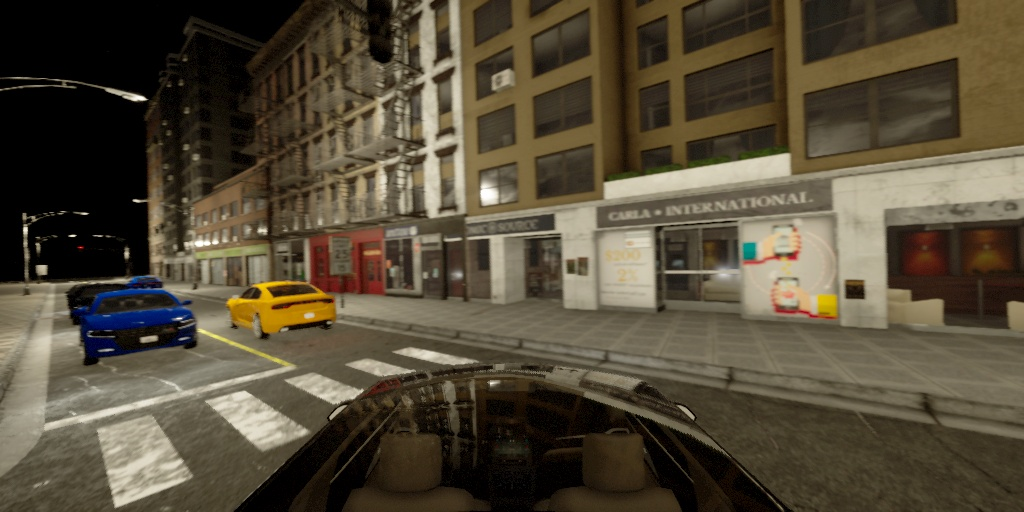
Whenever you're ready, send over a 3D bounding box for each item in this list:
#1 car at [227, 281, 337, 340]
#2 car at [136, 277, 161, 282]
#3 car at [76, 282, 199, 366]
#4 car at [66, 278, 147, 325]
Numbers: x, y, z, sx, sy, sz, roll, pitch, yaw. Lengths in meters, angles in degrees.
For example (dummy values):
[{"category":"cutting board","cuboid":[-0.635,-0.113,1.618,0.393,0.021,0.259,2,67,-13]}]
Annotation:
[{"category":"car","cuboid":[-7.414,1.552,11.368,5.008,1.535,1.882,-2,0,40]},{"category":"car","cuboid":[-30.472,2.465,29.704,5.008,1.535,1.882,-2,0,38]},{"category":"car","cuboid":[-9.953,1.642,9.487,5.008,1.535,1.882,-2,0,39]},{"category":"car","cuboid":[-17.788,1.958,15.651,5.008,1.535,1.882,-2,0,38]}]
